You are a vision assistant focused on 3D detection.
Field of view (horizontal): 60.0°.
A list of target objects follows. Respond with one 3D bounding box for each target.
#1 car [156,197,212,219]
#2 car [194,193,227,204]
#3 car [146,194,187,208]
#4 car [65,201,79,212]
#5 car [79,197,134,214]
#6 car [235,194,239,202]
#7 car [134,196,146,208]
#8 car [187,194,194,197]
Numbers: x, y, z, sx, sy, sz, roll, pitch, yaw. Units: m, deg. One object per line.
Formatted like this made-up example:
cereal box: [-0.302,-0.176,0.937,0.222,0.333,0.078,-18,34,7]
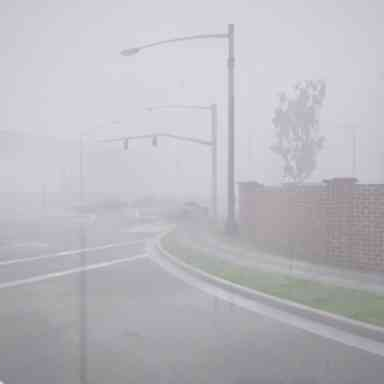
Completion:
car: [-0.479,1.386,27.239,1.812,1.442,4.674,0,1,37]
car: [2.766,1.181,49.325,1.895,1.301,4.718,0,1,37]
car: [-3.138,1.259,41.489,1.812,1.442,4.674,0,1,37]
car: [-11.436,1.369,36.274,1.812,1.442,4.674,0,1,37]
car: [-8.701,1.349,34.092,1.837,1.490,4.892,0,1,36]
car: [8.865,0.887,57.376,1.837,1.490,4.892,0,1,37]
car: [-6.051,1.240,43.433,1.837,1.490,4.892,0,1,37]
car: [-0.334,1.064,51.020,1.882,1.535,5.008,0,1,37]
